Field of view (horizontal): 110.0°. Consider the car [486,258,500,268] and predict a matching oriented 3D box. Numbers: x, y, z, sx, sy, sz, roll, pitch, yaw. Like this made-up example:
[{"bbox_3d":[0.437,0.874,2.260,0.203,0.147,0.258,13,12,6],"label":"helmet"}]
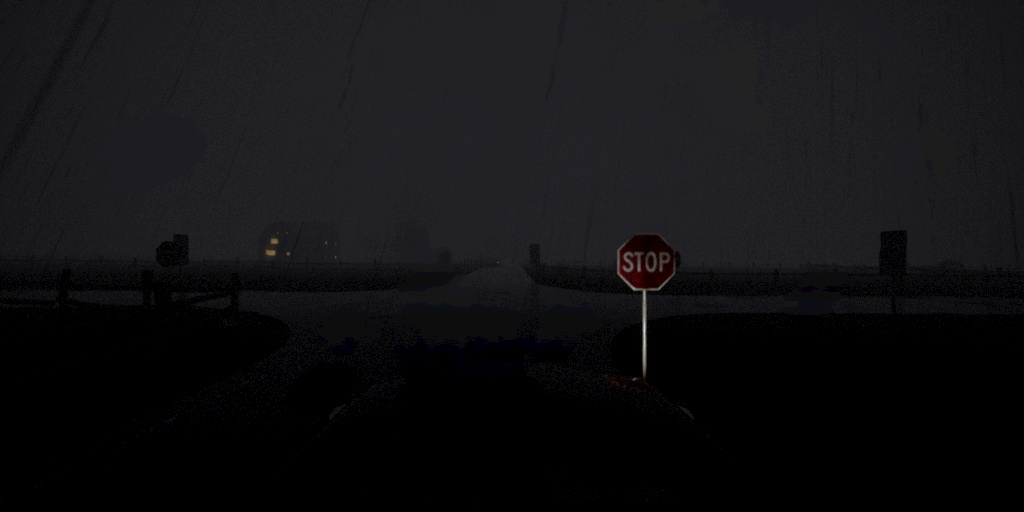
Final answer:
[{"bbox_3d":[-2.990,1.041,58.446,2.097,1.767,4.553,0,0,0],"label":"car"}]
